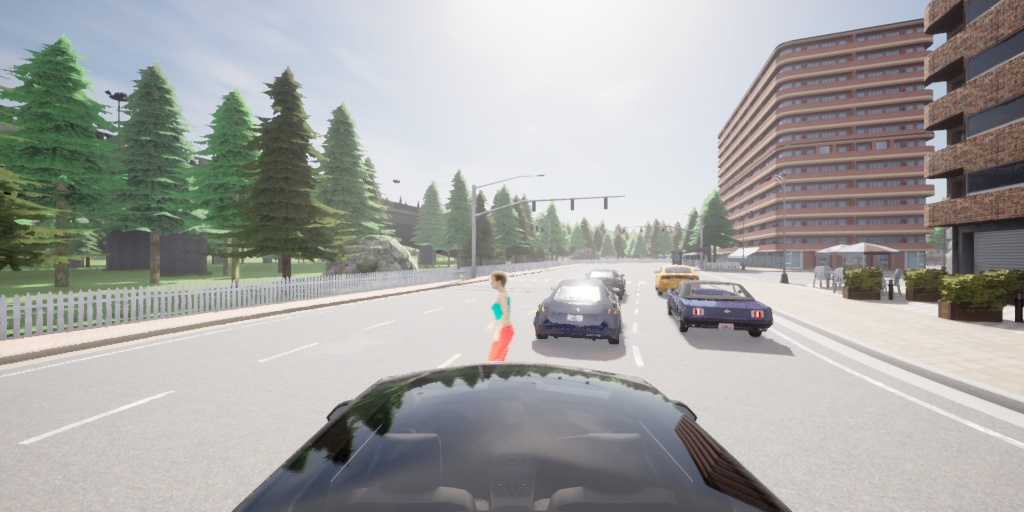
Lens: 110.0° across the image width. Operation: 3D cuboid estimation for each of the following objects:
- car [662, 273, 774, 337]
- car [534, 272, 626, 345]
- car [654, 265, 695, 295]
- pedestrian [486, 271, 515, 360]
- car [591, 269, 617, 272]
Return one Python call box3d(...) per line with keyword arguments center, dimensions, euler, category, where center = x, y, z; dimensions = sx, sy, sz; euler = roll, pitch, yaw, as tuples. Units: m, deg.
box3d(center=(5.665, 1.351, 10.423), dimensions=(1.895, 1.301, 4.718), euler=(0, 0, 18), category="car")
box3d(center=(1.918, 1.314, 9.698), dimensions=(1.994, 1.385, 4.181), euler=(0, 0, 16), category="car")
box3d(center=(8.768, 1.227, 19.235), dimensions=(1.882, 1.535, 5.008), euler=(0, 0, 19), category="car")
box3d(center=(-0.147, 1.044, 5.024), dimensions=(0.375, 1.860, 0.375), euler=(0, 0, 9), category="pedestrian")
box3d(center=(4.533, 1.314, 17.680), dimensions=(1.994, 1.385, 4.181), euler=(0, 0, 19), category="car")
